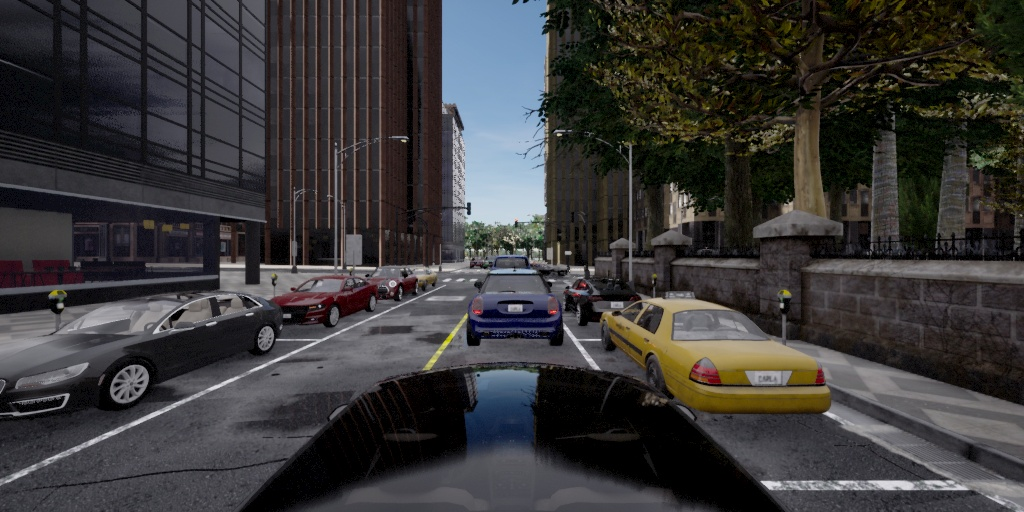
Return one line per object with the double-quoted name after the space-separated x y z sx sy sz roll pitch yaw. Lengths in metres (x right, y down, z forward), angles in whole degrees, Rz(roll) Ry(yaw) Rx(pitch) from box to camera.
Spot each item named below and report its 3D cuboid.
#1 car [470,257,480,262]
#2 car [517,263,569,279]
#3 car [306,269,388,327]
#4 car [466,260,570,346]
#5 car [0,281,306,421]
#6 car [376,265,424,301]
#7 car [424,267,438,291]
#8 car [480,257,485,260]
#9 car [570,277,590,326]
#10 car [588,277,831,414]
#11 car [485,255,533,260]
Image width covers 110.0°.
-5.849 1.079 59.764 2.192 1.841 5.009 0 0 0 "car"
3.079 1.443 35.478 4.718 1.301 1.895 1 0 30 "car"
-5.777 1.295 11.442 1.888 1.381 4.507 0 0 0 "car"
0.041 1.102 9.560 2.097 1.767 4.553 0 0 -1 "car"
-5.769 1.300 5.985 2.007 1.370 4.403 0 0 0 "car"
-5.786 1.190 16.899 1.967 1.591 4.097 0 0 0 "car"
-5.793 1.277 22.186 1.751 1.417 4.829 0 0 0 "car"
-3.176 0.983 54.454 2.150 2.045 5.566 0 0 0 "car"
2.748 1.316 11.457 1.948 1.339 4.313 0 0 0 "car"
2.756 1.275 6.170 1.751 1.417 4.829 0 0 0 "car"
-0.021 0.973 18.995 2.150 2.045 5.566 0 0 0 "car"
